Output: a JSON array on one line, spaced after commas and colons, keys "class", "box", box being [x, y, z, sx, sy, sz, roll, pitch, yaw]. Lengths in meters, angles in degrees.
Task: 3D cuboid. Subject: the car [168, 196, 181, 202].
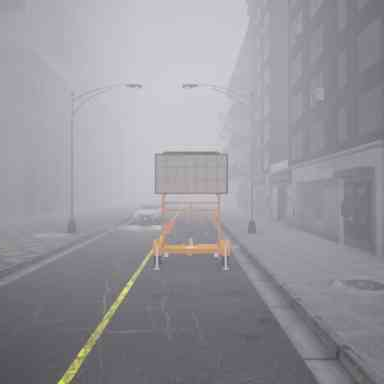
[{"class": "car", "box": [-3.116, 1.639, 65.731, 2.033, 1.411, 5.357, 0, 0, 0]}]

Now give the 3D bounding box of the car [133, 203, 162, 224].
[{"class": "car", "box": [-3.138, 1.538, 24.726, 1.812, 1.442, 4.674, 0, 0, 0]}]

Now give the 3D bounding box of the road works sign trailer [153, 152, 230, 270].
[{"class": "road works sign trailer", "box": [-0.019, 0.467, 11.038, 2.380, 3.560, 2.880, 0, 0, 0]}]
